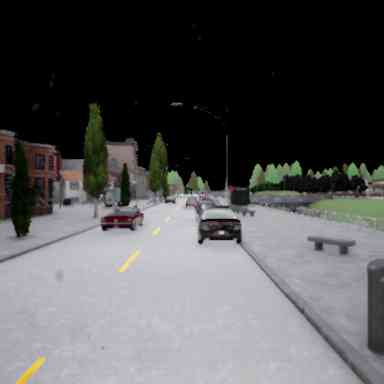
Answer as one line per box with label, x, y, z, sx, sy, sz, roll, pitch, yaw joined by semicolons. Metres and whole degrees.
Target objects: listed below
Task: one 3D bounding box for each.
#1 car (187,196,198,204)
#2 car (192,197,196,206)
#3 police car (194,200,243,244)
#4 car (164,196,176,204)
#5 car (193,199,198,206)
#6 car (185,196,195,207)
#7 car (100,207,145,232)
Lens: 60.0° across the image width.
car;0.022;1.535;64.022;2.033;1.411;5.357;0;0;0
car;1.211;1.499;31.811;1.837;1.490;4.892;0;0;0
police car;1.188;1.422;15.924;1.930;1.638;5.238;0;0;0
car;-4.010;1.467;61.419;1.882;1.535;5.008;0;0;1
car;1.209;1.521;25.811;1.812;1.442;4.674;0;0;0
car;0.018;1.555;49.333;1.994;1.385;4.181;0;0;0
car;-4.093;1.597;20.143;1.895;1.301;4.718;0;0;0
